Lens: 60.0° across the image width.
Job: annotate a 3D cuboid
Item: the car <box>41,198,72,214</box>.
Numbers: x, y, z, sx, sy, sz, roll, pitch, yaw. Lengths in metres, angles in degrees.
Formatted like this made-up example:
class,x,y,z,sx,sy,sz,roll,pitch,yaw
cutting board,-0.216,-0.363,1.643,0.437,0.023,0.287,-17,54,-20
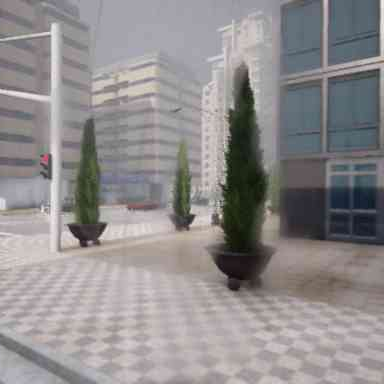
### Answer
class,x,y,z,sx,sy,sz,roll,pitch,yaw
car,-12.254,1.365,32.525,2.128,1.511,4.902,0,0,35

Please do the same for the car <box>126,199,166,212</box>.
class,x,y,z,sx,sy,sz,roll,pitch,yaw
car,-5.033,1.497,36.750,1.895,1.301,4.718,0,0,35

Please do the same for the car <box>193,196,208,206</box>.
class,x,y,z,sx,sy,sz,roll,pitch,yaw
car,0.766,1.400,51.099,1.812,1.442,4.674,0,0,35
